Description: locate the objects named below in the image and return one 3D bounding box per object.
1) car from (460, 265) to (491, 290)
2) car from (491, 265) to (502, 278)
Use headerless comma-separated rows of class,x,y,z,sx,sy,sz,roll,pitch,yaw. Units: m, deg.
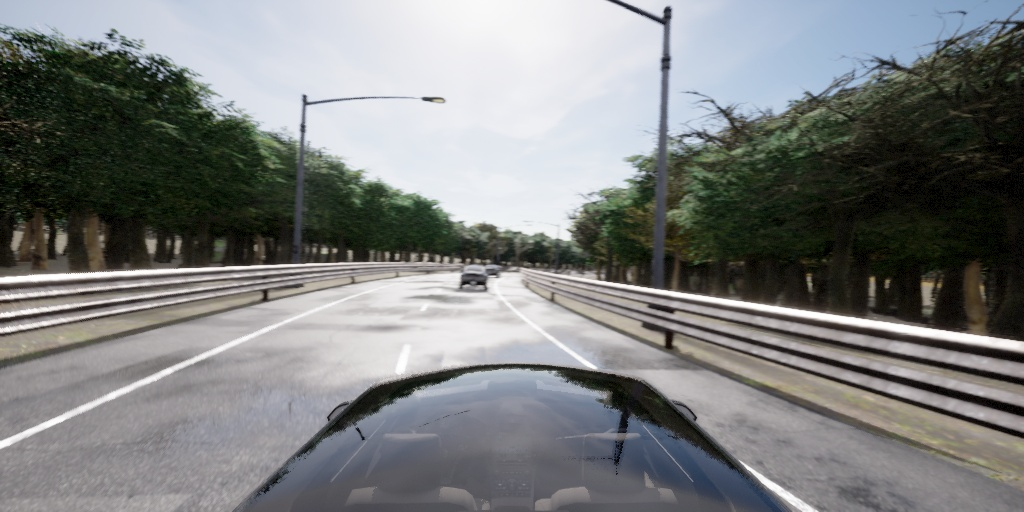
car,-2.568,1.450,24.876,1.837,1.490,4.892,3,-1,-4
car,-2.351,1.866,43.971,1.837,1.490,4.892,2,-2,5
